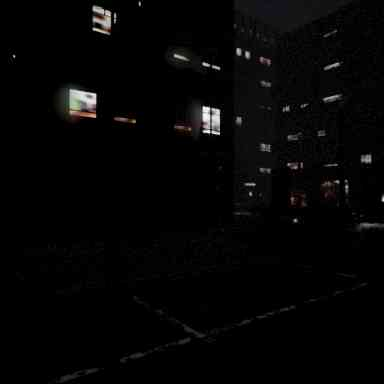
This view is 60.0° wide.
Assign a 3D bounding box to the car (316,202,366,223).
[{"bbox_3d":[10.045,1.394,23.687,1.994,1.385,4.181,0,1,-39],"label":"car"}]

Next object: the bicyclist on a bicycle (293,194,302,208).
[{"bbox_3d":[11.514,1.011,36.229,1.656,1.620,0.582,0,1,-36],"label":"bicyclist on a bicycle"}]

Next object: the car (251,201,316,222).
[{"bbox_3d":[6.267,1.342,24.208,2.008,1.369,4.403,1,0,-36],"label":"car"}]

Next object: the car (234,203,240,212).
[{"bbox_3d":[2.691,1.261,33.501,1.895,1.301,4.718,0,1,-36],"label":"car"}]
